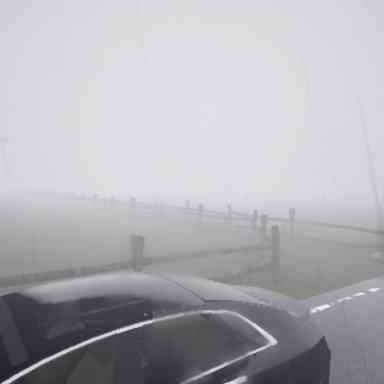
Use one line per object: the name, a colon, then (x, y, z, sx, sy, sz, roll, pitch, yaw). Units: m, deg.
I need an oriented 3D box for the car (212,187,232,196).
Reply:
car: (6.769, -0.182, 74.297, 2.150, 2.045, 5.566, 1, 1, -35)

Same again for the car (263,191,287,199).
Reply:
car: (15.359, 0.488, 62.029, 2.128, 1.511, 4.902, 1, 1, -35)

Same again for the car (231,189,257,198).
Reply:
car: (10.430, 0.339, 64.239, 1.882, 1.535, 5.008, 1, 1, -34)

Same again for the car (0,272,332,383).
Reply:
car: (-0.969, 1.504, 2.377, 4.892, 1.490, 1.837, 0, 0, -35)
